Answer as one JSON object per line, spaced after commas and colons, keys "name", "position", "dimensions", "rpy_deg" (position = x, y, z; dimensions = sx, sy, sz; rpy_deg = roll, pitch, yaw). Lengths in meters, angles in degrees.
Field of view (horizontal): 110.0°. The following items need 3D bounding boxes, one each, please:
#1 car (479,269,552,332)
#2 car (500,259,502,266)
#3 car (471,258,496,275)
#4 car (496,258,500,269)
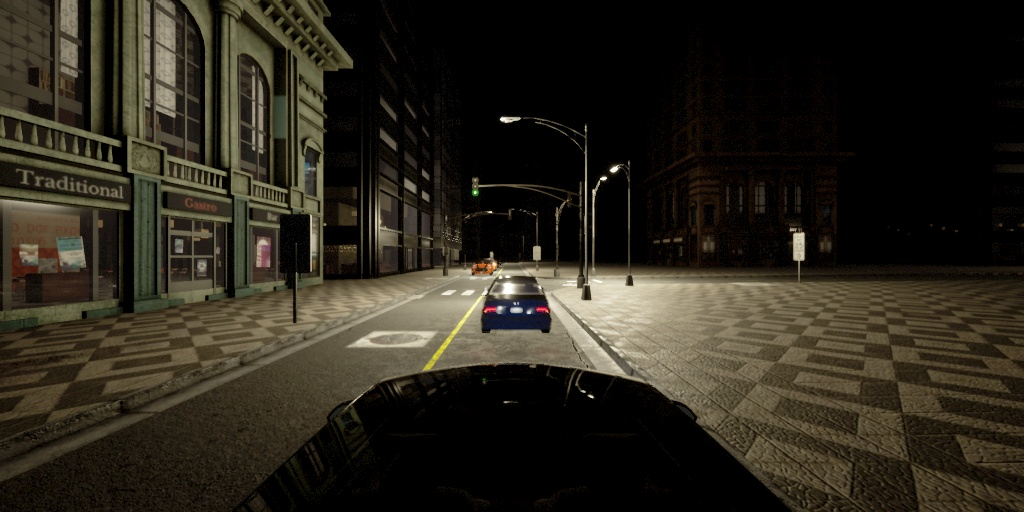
{"name": "car", "position": [0.096, 1.297, 10.777], "dimensions": [2.033, 1.411, 5.357], "rpy_deg": [0, 0, 0]}
{"name": "car", "position": [-3.100, 1.301, 58.536], "dimensions": [2.033, 1.411, 5.357], "rpy_deg": [0, 0, 0]}
{"name": "car", "position": [-3.087, 1.101, 38.153], "dimensions": [2.097, 1.767, 4.553], "rpy_deg": [0, 0, -1]}
{"name": "car", "position": [-3.111, 1.103, 47.895], "dimensions": [2.097, 1.767, 4.553], "rpy_deg": [0, 0, 0]}
